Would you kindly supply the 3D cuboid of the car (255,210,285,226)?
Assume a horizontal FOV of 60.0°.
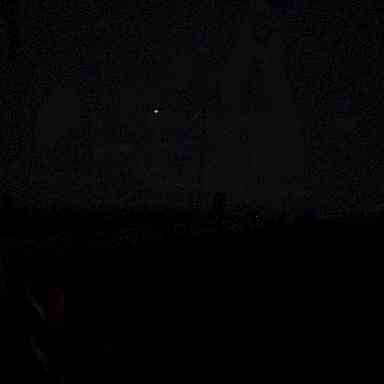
[{"bbox_3d":[8.210,2.668,34.800,1.812,1.442,4.674,3,0,36],"label":"car"}]
